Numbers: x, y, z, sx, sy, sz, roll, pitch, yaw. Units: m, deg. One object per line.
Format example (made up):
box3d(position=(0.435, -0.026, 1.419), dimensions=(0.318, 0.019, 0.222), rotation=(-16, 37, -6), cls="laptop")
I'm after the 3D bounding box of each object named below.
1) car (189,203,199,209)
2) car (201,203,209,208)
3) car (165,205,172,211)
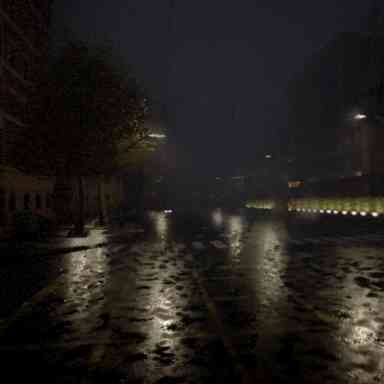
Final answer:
box3d(position=(0.189, 3.967, 93.910), dimensions=(1.812, 1.442, 4.674), rotation=(-2, -2, -5), cls="car")
box3d(position=(3.673, 3.887, 94.236), dimensions=(2.033, 1.411, 5.357), rotation=(-2, -2, -5), cls="car")
box3d(position=(-6.261, 4.138, 87.655), dimensions=(2.128, 1.511, 4.902), rotation=(-2, -2, -5), cls="car")
